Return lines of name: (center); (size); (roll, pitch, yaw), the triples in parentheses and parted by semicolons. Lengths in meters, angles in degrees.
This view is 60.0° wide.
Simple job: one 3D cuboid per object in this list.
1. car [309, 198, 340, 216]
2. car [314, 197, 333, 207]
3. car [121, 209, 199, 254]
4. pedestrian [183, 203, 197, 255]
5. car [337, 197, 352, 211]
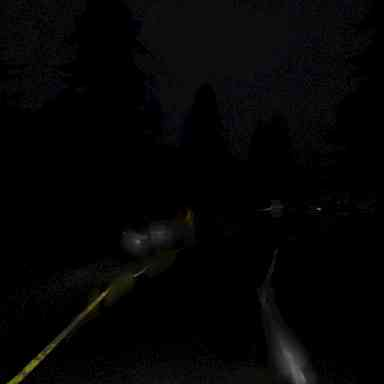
car: (12.860, 1.564, 32.535); (1.994, 1.385, 4.181); (0, 0, 32)
car: (20.119, 1.505, 50.904); (1.837, 1.490, 4.892); (0, 0, 33)
car: (-1.133, 1.491, 13.793); (2.128, 1.511, 4.902); (0, 0, 18)
pedestrian: (-0.063, 1.294, 11.818); (0.375, 1.860, 0.375); (0, 0, 16)
car: (18.935, 1.352, 42.150); (2.097, 1.767, 4.553); (0, 0, 32)
